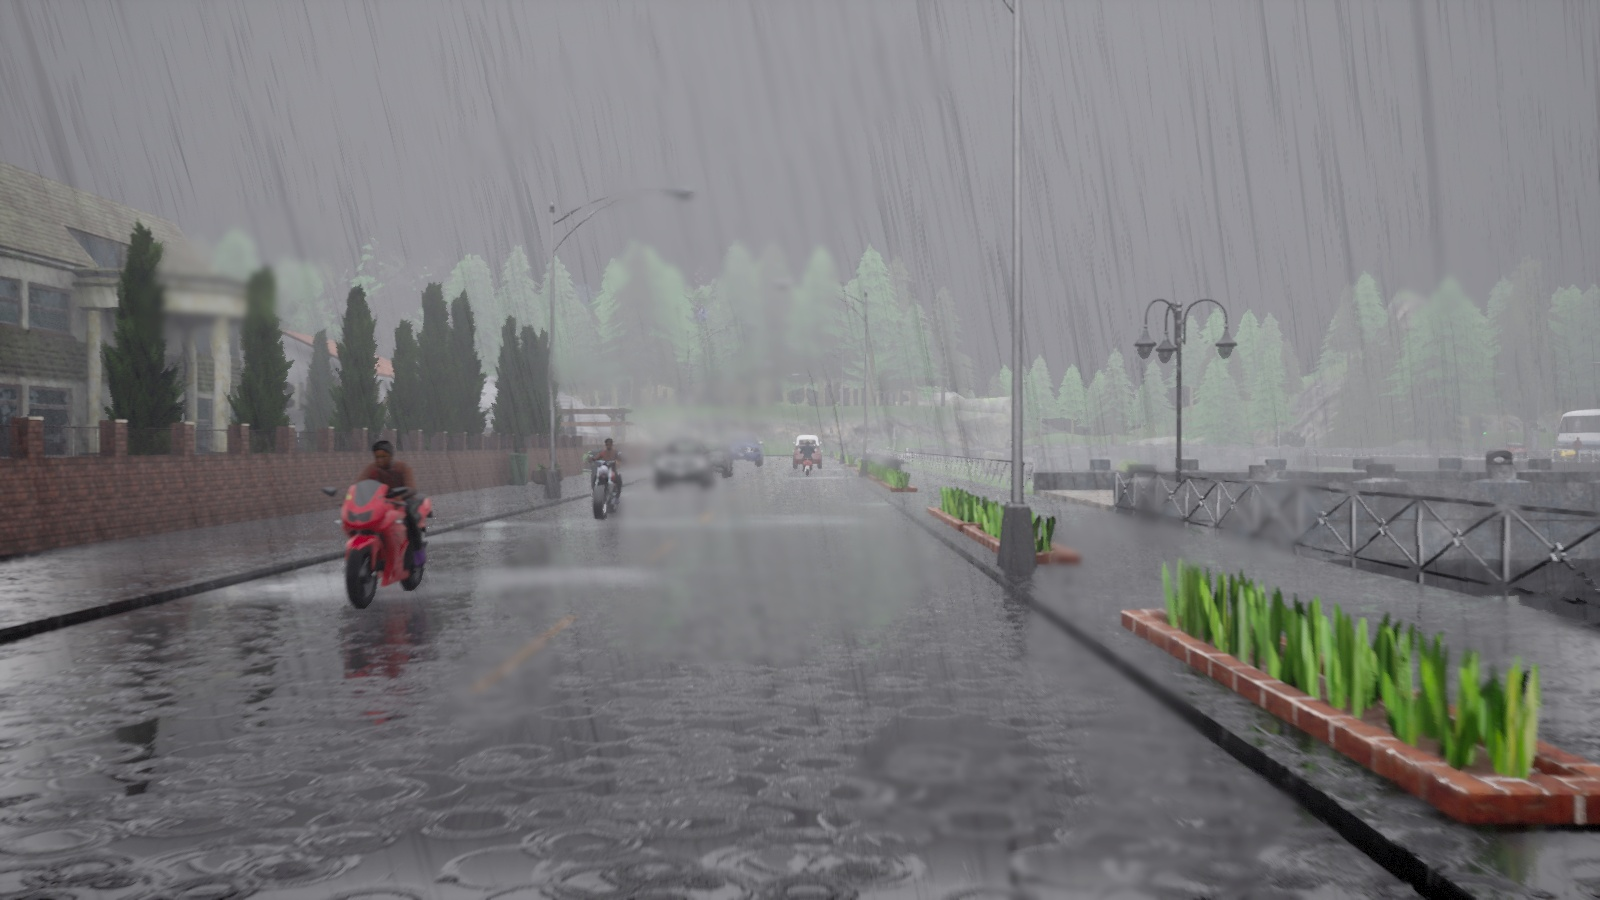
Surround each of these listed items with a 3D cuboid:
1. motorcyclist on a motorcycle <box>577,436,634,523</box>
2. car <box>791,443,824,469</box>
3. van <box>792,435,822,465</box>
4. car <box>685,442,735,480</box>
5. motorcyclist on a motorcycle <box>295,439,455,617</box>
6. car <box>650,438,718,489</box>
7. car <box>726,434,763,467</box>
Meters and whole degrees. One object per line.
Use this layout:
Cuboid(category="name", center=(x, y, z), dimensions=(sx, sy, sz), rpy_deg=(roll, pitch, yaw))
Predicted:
Cuboid(category="motorcyclist on a motorcycle", center=(-3.842, 0.553, 24.953), dimensions=(0.766, 1.649, 2.350), rpy_deg=(0, 0, 0))
Cuboid(category="car", center=(0.437, 0.348, 73.291), dimensions=(1.845, 1.501, 3.633), rpy_deg=(0, 0, 0))
Cuboid(category="van", center=(0.527, -0.031, 88.893), dimensions=(2.069, 2.038, 4.480), rpy_deg=(0, 0, 0))
Cuboid(category="car", center=(-3.685, 0.428, 52.167), dimensions=(1.789, 1.549, 3.705), rpy_deg=(0, 0, 0))
Cuboid(category="motorcyclist on a motorcycle", center=(-3.919, 0.659, 11.769), dimensions=(0.797, 1.523, 2.044), rpy_deg=(0, 0, 0))
Cuboid(category="car", center=(-3.748, 0.410, 41.134), dimensions=(1.851, 1.617, 3.988), rpy_deg=(0, 0, 0))
Cuboid(category="car", center=(-3.520, 0.008, 80.643), dimensions=(2.150, 2.045, 5.566), rpy_deg=(0, 0, 0))
